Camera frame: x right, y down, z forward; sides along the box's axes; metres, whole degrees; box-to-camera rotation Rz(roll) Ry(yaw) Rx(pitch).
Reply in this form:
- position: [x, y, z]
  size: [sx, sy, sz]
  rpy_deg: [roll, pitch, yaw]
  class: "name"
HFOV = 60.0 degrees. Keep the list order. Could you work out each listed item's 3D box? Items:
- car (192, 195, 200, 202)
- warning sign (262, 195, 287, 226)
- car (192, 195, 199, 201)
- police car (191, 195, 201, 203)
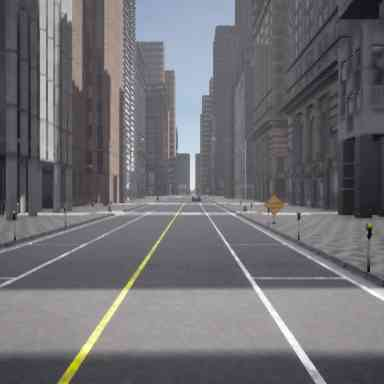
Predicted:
- position: [0.900, 1.491, 80.753]
  size: [1.801, 1.575, 5.366]
  rpy_deg: [0, 0, 0]
  class: "car"
- position: [5.071, 1.099, 20.559]
  size: [1.300, 1.860, 1.060]
  rpy_deg: [0, 0, 0]
  class: "warning sign"
- position: [0.900, 1.528, 86.563]
  size: [1.882, 1.535, 5.008]
  rpy_deg: [0, 0, 0]
  class: "car"
- position: [0.900, 1.445, 70.673]
  size: [1.930, 1.638, 5.238]
  rpy_deg: [0, 0, 0]
  class: "police car"
